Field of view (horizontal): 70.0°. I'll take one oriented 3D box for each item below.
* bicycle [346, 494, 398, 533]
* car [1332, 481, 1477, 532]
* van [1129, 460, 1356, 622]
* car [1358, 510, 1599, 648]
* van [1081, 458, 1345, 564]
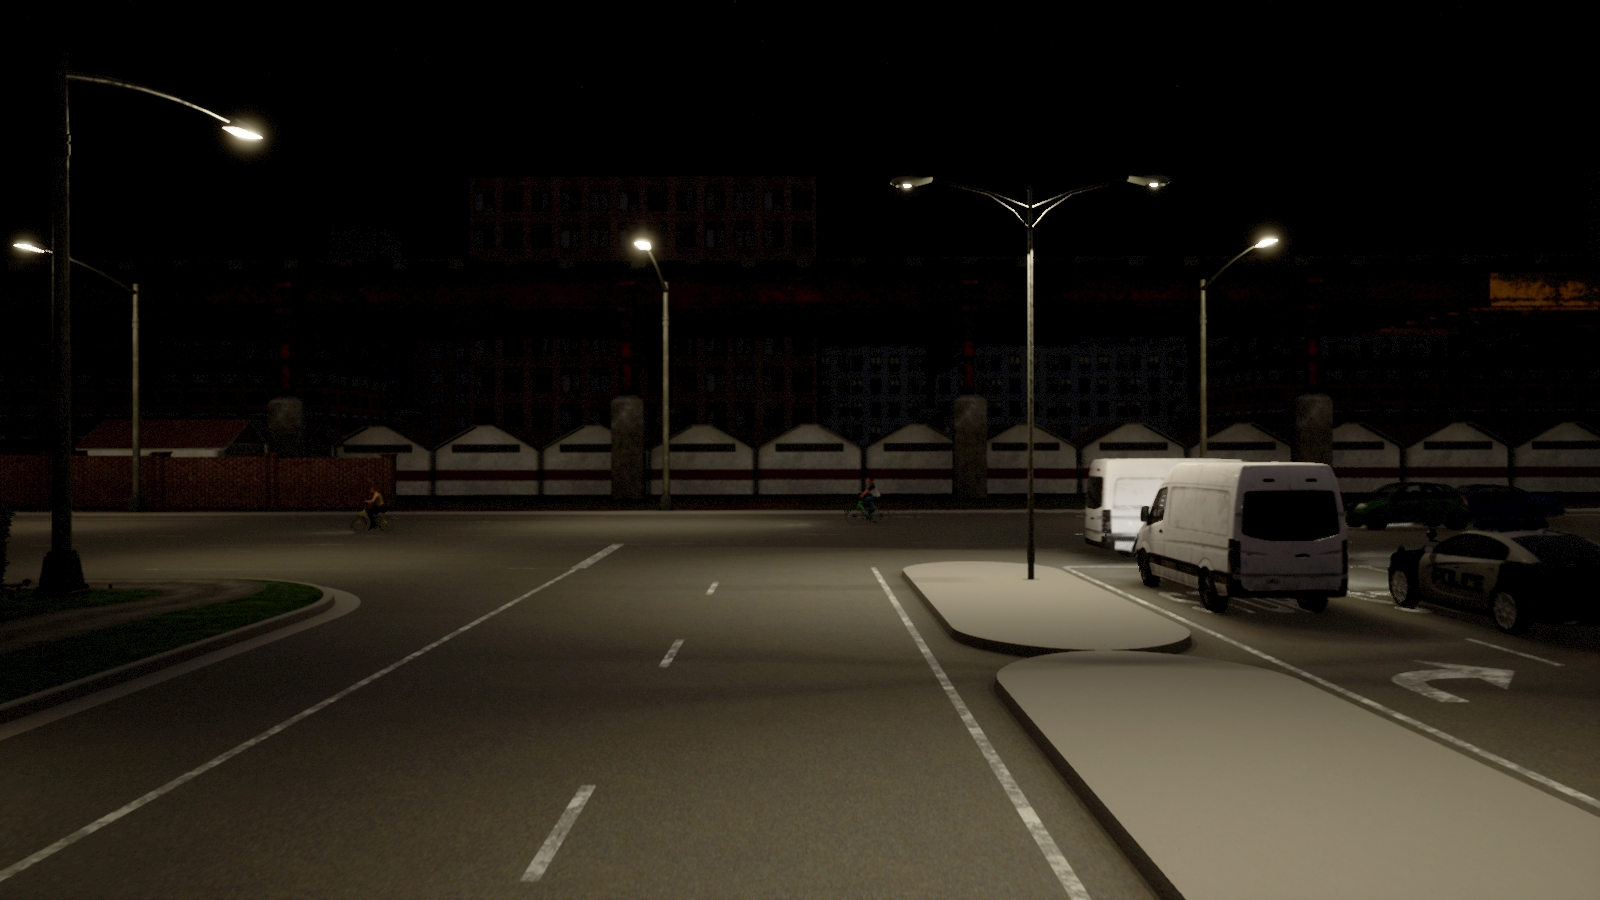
[{"bbox_3d":[-14.712,2.171,39.309,1.487,1.301,0.859,0,0,0],"label":"bicycle"},{"bbox_3d":[20.658,1.915,39.180,3.988,1.617,1.851,0,0,0],"label":"car"},{"bbox_3d":[8.001,1.498,21.429,1.988,2.561,5.915,0,0,0],"label":"van"},{"bbox_3d":[11.382,1.937,18.530,2.097,1.638,5.238,0,0,0],"label":"car"},{"bbox_3d":[10.267,1.487,28.724,5.915,2.561,1.988,0,0,0],"label":"van"}]
